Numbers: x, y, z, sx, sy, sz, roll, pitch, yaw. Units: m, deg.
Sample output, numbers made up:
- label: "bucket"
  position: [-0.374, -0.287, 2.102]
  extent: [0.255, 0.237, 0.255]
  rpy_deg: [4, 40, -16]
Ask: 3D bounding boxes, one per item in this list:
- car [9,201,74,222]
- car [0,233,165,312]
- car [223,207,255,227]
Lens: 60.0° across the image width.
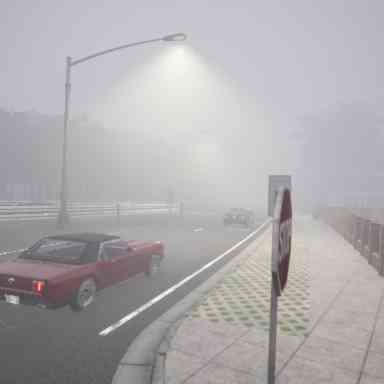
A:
- label: "car"
  position: [-11.212, 1.438, 25.260]
  extent: [1.837, 1.490, 4.892]
  rpy_deg: [2, 0, 33]
- label: "car"
  position: [-2.379, 1.641, 7.946]
  extent: [1.895, 1.301, 4.718]
  rpy_deg: [2, 0, 20]
- label: "car"
  position: [3.800, 1.889, 26.327]
  extent: [2.033, 1.411, 5.357]
  rpy_deg: [2, 0, 17]
